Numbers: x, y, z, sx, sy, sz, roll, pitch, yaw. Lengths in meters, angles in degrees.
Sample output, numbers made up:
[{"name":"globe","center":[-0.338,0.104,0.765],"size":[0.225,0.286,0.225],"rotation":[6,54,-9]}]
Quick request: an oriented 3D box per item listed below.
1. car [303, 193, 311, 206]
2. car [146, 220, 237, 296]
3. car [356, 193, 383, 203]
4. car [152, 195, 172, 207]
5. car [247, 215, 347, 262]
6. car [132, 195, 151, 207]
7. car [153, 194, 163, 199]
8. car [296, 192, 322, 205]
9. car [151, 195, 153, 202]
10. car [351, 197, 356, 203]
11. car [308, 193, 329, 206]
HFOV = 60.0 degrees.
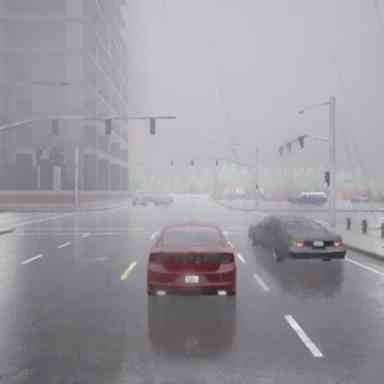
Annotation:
[{"name":"car","center":[24.095,1.386,64.233],"size":[3.905,1.438,1.784],"rotation":[0,0,-1]},{"name":"car","center":[-0.012,1.473,8.682],"size":[1.882,1.535,5.008],"rotation":[0,0,0]},{"name":"car","center":[39.038,1.172,72.590],"size":[4.605,1.855,1.932],"rotation":[0,0,-1]},{"name":"car","center":[-4.620,1.451,51.996],"size":[1.882,1.535,5.008],"rotation":[0,0,-1]},{"name":"car","center":[3.477,1.541,12.118],"size":[2.033,1.411,5.357],"rotation":[0,0,-4]},{"name":"car","center":[-8.120,1.464,51.998],"size":[2.128,1.511,4.902],"rotation":[0,0,-1]},{"name":"car","center":[-8.506,1.125,82.908],"size":[1.994,1.385,4.181],"rotation":[0,0,-1]},{"name":"car","center":[24.023,1.175,66.916],"size":[4.605,1.855,1.932],"rotation":[0,0,-1]},{"name":"car","center":[-8.283,1.319,67.658],"size":[2.097,1.767,4.553],"rotation":[0,0,-1]},{"name":"car","center":[39.079,1.381,75.487],"size":[3.905,1.438,1.784],"rotation":[0,0,-1]},{"name":"car","center":[24.118,1.420,61.338],"size":[3.806,1.475,1.970],"rotation":[0,0,-1]}]
